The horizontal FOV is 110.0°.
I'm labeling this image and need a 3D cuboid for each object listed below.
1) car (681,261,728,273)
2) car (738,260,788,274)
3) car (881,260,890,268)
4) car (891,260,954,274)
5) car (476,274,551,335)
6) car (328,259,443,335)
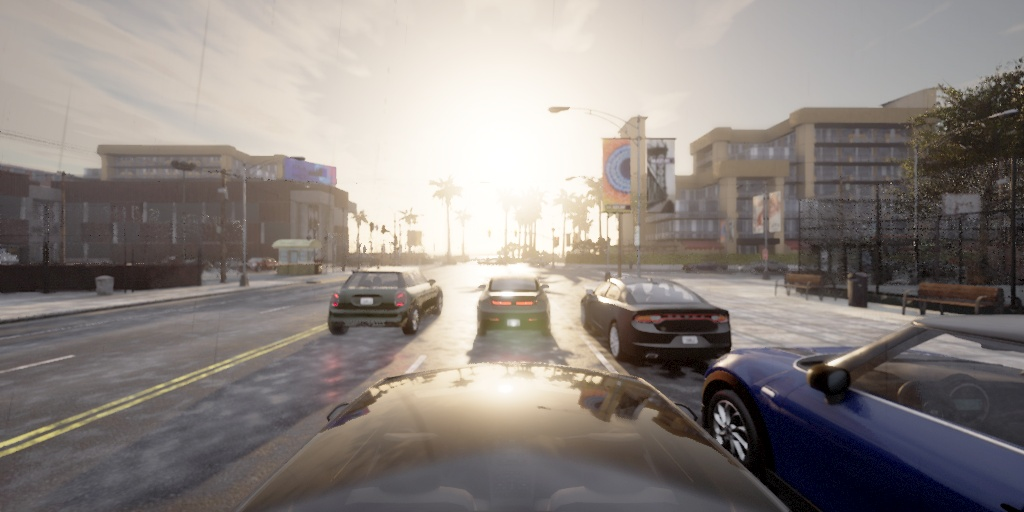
[{"bbox_3d":[22.786,1.302,42.582,4.718,1.301,1.895,0,0,-1],"label":"car"},{"bbox_3d":[27.307,1.196,39.121,4.902,1.511,2.128,0,0,0],"label":"car"},{"bbox_3d":[44.053,1.194,42.696,4.902,1.511,2.128,0,0,0],"label":"car"},{"bbox_3d":[45.125,1.234,39.196,4.902,1.511,2.128,0,0,-1],"label":"car"},{"bbox_3d":[0.055,1.244,10.427,1.837,1.490,4.892,0,0,0],"label":"car"},{"bbox_3d":[-3.443,1.091,10.672,2.097,1.767,4.553,0,0,0],"label":"car"}]
